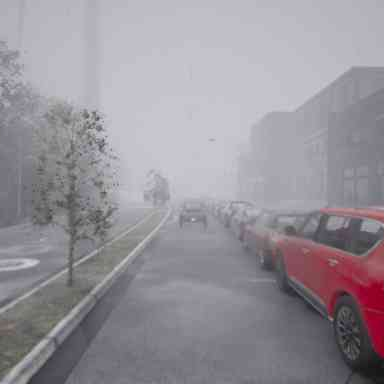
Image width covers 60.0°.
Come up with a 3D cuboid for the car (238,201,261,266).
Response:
[{"bbox_3d":[3.057,1.368,11.304,2.185,1.767,4.553,0,0,0],"label":"car"}]

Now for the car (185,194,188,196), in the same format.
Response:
[{"bbox_3d":[0.281,1.482,66.946,2.097,1.535,5.008,0,0,-6],"label":"car"}]

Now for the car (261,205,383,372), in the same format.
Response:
[{"bbox_3d":[3.054,1.237,5.818,2.435,2.045,5.566,0,0,0],"label":"car"}]

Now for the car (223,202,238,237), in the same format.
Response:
[{"bbox_3d":[3.061,1.500,16.876,2.231,1.521,4.892,0,0,0],"label":"car"}]

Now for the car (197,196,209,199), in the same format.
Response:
[{"bbox_3d":[2.246,1.536,44.826,2.163,1.488,4.792,0,0,-3],"label":"car"}]

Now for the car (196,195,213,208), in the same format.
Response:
[{"bbox_3d":[1.864,1.377,50.313,2.185,1.767,4.553,0,0,-4],"label":"car"}]

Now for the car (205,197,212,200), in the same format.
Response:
[{"bbox_3d":[2.779,1.537,33.707,2.163,1.488,4.792,0,0,-2],"label":"car"}]

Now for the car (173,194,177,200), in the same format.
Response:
[{"bbox_3d":[-2.910,1.164,89.008,2.435,2.045,5.566,0,0,-10],"label":"car"}]

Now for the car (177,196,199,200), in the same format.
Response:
[{"bbox_3d":[-0.550,1.585,40.981,1.994,1.385,4.181,0,0,-3],"label":"car"}]

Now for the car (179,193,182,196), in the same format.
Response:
[{"bbox_3d":[-1.143,1.456,78.178,1.946,1.575,5.366,0,0,-8],"label":"car"}]

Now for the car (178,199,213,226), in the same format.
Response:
[{"bbox_3d":[0.047,1.512,23.409,2.128,1.511,4.902,0,0,-1],"label":"car"}]

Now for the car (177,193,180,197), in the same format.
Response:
[{"bbox_3d":[-1.987,1.436,83.678,1.946,1.575,5.366,0,0,-9],"label":"car"}]

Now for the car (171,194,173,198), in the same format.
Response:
[{"bbox_3d":[-3.933,1.386,94.462,2.231,1.521,4.892,0,0,-11],"label":"car"}]

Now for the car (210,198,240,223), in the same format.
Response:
[{"bbox_3d":[2.951,1.536,28.025,2.163,1.488,4.792,0,0,-1],"label":"car"}]

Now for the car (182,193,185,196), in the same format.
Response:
[{"bbox_3d":[-0.372,1.473,72.476,2.097,1.535,5.008,0,0,-7],"label":"car"}]
